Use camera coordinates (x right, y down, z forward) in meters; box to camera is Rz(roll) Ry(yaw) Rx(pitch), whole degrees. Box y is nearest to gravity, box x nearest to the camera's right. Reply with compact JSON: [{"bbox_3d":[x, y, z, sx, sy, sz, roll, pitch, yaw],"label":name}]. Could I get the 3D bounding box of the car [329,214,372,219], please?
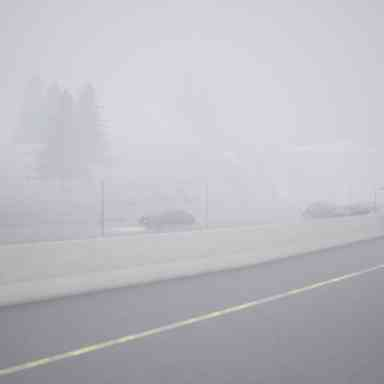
[{"bbox_3d":[14.077,1.841,29.356,5.357,1.411,2.033,0,-1,-43],"label":"car"}]
